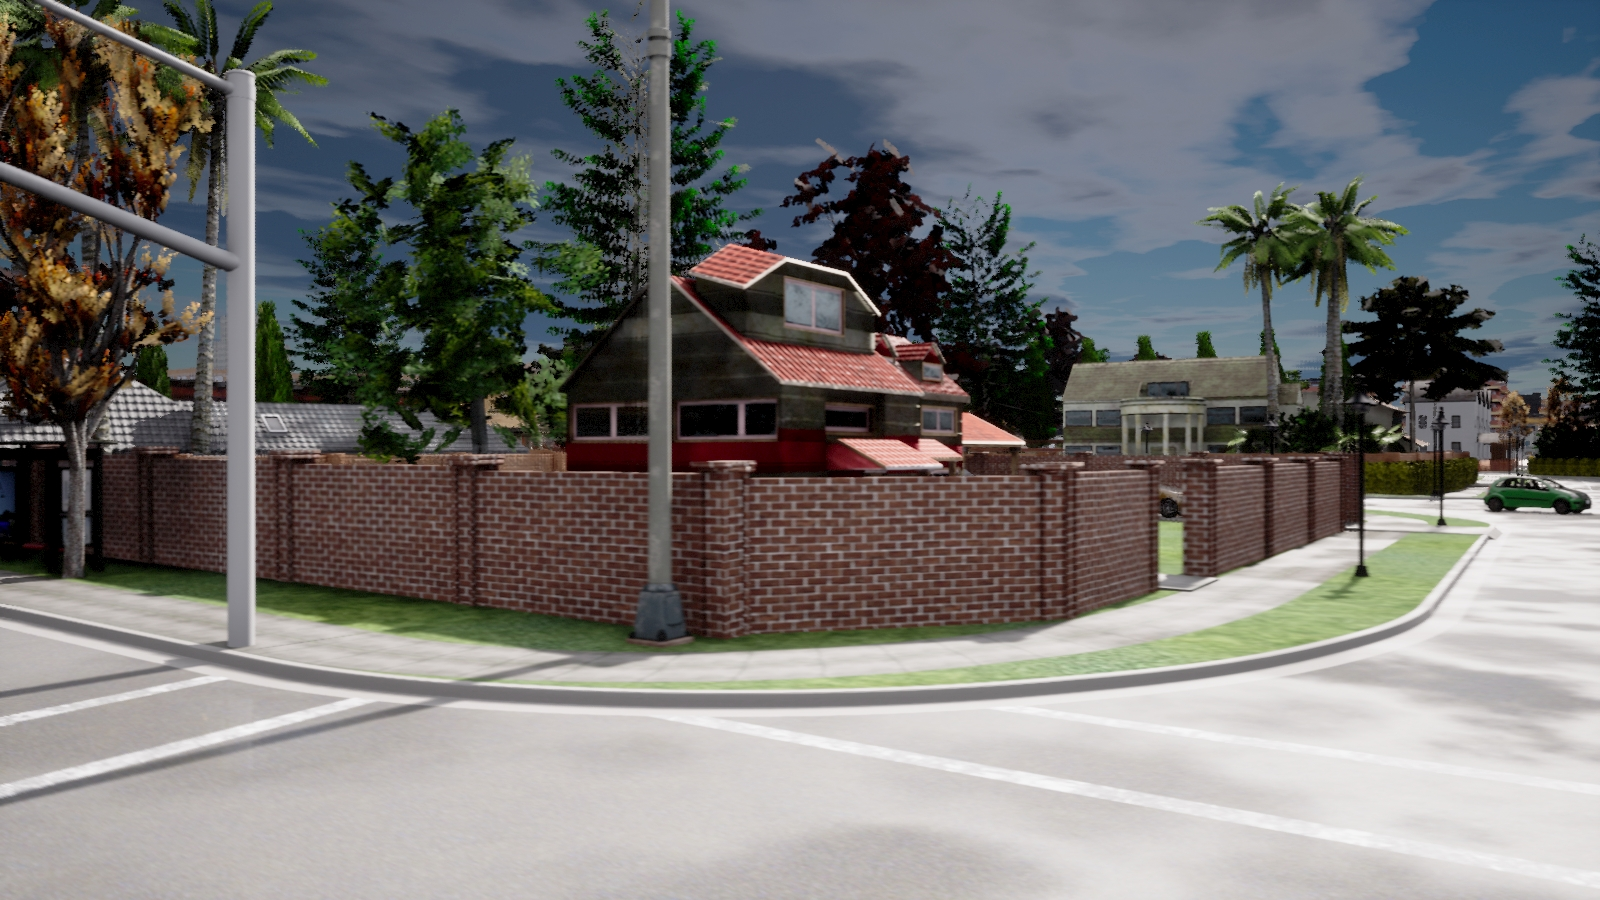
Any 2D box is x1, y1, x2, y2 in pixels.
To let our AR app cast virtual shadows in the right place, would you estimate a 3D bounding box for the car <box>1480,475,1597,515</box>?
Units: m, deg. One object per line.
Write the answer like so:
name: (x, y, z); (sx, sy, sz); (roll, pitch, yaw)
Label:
car: (33.008, 1.987, 51.151); (1.851, 1.617, 3.988); (0, 0, -35)
